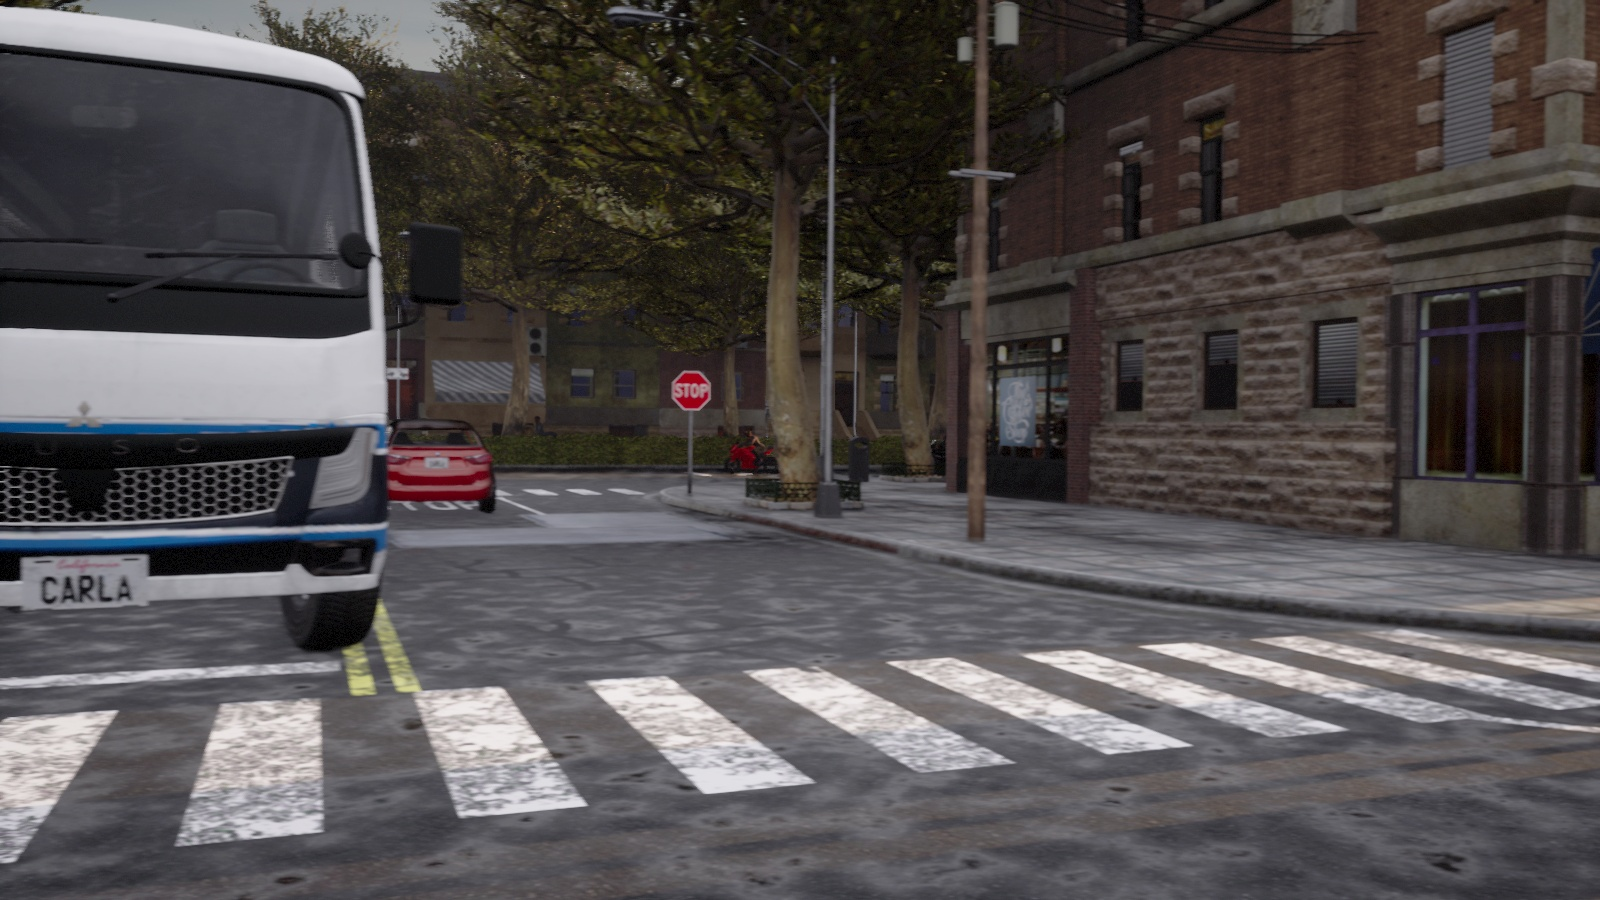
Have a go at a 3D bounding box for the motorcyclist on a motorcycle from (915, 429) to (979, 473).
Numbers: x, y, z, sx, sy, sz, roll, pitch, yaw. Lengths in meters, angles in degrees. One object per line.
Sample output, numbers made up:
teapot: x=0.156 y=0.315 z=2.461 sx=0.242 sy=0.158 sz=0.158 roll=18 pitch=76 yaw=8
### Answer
motorcyclist on a motorcycle: x=5.382 y=0.024 z=45.958 sx=2.191 sy=1.530 sz=0.866 roll=-1 pitch=1 yaw=-21

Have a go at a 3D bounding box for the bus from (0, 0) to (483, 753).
bus: x=-5.645 y=-0.699 z=10.991 sx=3.944 sy=4.253 sz=10.273 roll=-1 pitch=1 yaw=-23

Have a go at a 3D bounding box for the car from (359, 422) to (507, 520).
car: x=-7.107 y=0.324 z=23.993 sx=2.242 sy=1.667 sz=4.611 roll=-1 pitch=1 yaw=-22

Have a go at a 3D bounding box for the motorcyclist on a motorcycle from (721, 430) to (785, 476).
motorcyclist on a motorcycle: x=-1.621 y=0.089 z=43.265 sx=2.044 sy=1.523 sz=0.797 roll=-1 pitch=1 yaw=-22
